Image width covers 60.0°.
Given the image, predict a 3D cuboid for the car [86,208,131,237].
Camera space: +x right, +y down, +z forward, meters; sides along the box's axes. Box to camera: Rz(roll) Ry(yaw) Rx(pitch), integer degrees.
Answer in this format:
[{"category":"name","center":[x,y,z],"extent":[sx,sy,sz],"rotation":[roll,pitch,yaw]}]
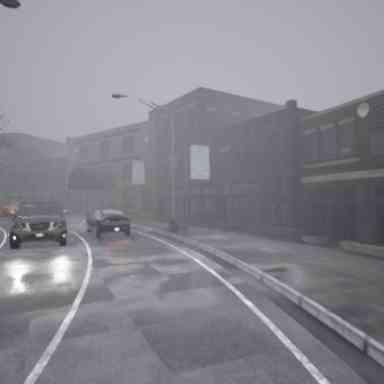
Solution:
[{"category":"car","center":[-4.954,1.697,19.383],"extent":[1.837,1.490,4.892],"rotation":[1,-1,-26]}]

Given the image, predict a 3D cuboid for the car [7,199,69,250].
[{"category":"car","center":[-7.194,1.385,15.752],"extent":[2.150,2.045,5.566],"rotation":[0,-1,-25]}]

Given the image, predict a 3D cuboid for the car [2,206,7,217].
[{"category":"car","center":[-17.940,1.709,34.766],"extent":[4.553,1.767,2.097],"rotation":[0,-1,38]}]
